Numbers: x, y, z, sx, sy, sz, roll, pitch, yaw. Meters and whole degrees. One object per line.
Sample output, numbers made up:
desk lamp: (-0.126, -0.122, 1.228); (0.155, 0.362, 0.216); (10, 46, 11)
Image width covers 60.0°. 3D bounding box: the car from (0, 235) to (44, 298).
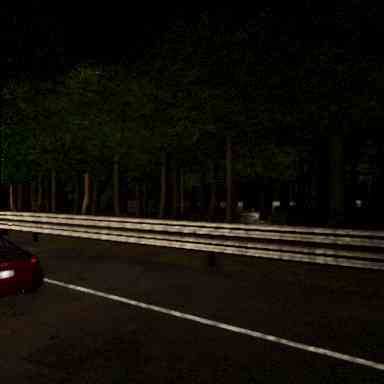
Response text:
car: (-5.380, 1.643, 7.833); (4.181, 1.385, 1.994); (-1, 0, 36)
